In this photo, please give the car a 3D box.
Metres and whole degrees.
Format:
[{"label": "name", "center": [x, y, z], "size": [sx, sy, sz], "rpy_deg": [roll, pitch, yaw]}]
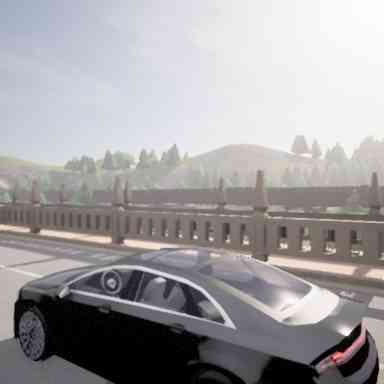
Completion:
[{"label": "car", "center": [-0.403, 1.498, 4.280], "size": [4.902, 1.511, 2.128], "rpy_deg": [0, 0, 35]}]
